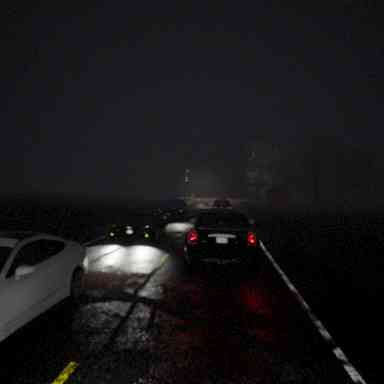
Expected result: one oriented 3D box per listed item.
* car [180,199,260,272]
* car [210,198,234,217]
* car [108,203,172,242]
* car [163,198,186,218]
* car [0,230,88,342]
[{"bbox_3d":[0.979,1.291,10.912,2.097,1.767,4.553,1,0,5],"label":"car"},{"bbox_3d":[2.809,1.378,31.205,2.033,1.411,5.357,1,0,5],"label":"car"},{"bbox_3d":[-2.338,1.400,15.314,1.994,1.385,4.181,1,0,5],"label":"car"},{"bbox_3d":[-1.392,1.258,25.631,1.882,1.535,5.008,1,0,5],"label":"car"},{"bbox_3d":[-3.234,1.415,5.376,1.812,1.442,4.674,1,0,5],"label":"car"}]
